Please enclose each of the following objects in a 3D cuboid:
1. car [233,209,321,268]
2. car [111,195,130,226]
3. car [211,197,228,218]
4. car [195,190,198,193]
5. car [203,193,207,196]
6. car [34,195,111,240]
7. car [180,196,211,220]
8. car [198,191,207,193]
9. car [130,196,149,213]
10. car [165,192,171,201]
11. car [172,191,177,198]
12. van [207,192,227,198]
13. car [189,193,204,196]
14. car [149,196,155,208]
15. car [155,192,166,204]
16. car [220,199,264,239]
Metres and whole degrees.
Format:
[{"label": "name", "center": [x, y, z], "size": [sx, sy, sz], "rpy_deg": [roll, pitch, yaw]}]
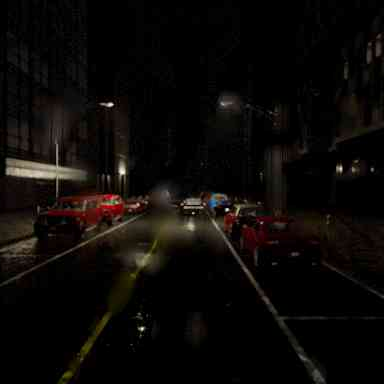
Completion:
[{"label": "car", "center": [2.672, 1.465, 10.849], "size": [1.887, 1.381, 4.507], "rpy_deg": [0, 0, 0]}, {"label": "car", "center": [-5.849, 1.153, 22.142], "size": [2.192, 1.841, 5.009], "rpy_deg": [0, 0, 0]}, {"label": "car", "center": [2.678, 1.366, 27.765], "size": [1.947, 1.339, 4.313], "rpy_deg": [0, 0, 0]}, {"label": "car", "center": [2.706, 0.851, 95.432], "size": [1.967, 1.590, 4.097], "rpy_deg": [0, 0, 0]}, {"label": "car", "center": [2.687, 1.197, 50.528], "size": [1.752, 1.417, 4.829], "rpy_deg": [0, 0, 1]}, {"label": "car", "center": [-5.852, 1.193, 16.503], "size": [2.192, 1.841, 5.009], "rpy_deg": [0, 0, 0]}, {"label": "car", "center": [0.111, 1.302, 26.271], "size": [2.128, 1.511, 4.902], "rpy_deg": [0, 0, 0]}, {"label": "car", "center": [2.691, 0.933, 61.595], "size": [2.192, 1.841, 5.009], "rpy_deg": [0, 0, 0]}, {"label": "car", "center": [-5.846, 1.203, 33.422], "size": [1.967, 1.590, 4.097], "rpy_deg": [0, 0, 0]}, {"label": "car", "center": [-5.833, 1.113, 67.090], "size": [1.752, 1.417, 4.829], "rpy_deg": [0, 0, 0]}, {"label": "car", "center": [-5.822, 1.031, 89.821], "size": [1.802, 1.307, 4.206], "rpy_deg": [0, 0, 0]}, {"label": "van", "center": [2.679, 1.105, 33.403], "size": [1.690, 1.788, 3.998], "rpy_deg": [0, 0, 0]}, {"label": "car", "center": [0.118, 1.194, 44.212], "size": [2.128, 1.511, 4.902], "rpy_deg": [0, 0, 0]}, {"label": "car", "center": [-5.843, 1.170, 39.060], "size": [1.967, 1.590, 4.097], "rpy_deg": [0, 0, 0]}, {"label": "car", "center": [-5.844, 1.169, 55.777], "size": [1.752, 1.417, 4.829], "rpy_deg": [0, 0, 1]}, {"label": "car", "center": [2.674, 1.319, 16.486], "size": [1.967, 1.590, 4.097], "rpy_deg": [0, 0, 0]}]
